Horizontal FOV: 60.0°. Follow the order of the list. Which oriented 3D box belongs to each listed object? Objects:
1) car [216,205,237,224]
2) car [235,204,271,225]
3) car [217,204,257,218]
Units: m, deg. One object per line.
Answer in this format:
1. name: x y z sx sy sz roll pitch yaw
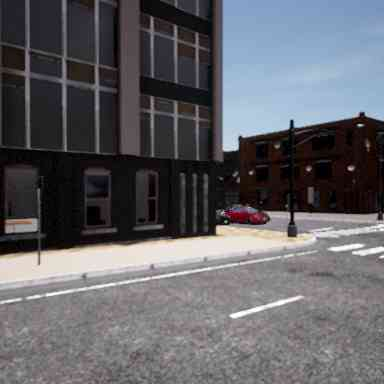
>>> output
1. car: 1.389 2.056 28.341 1.947 1.339 4.313 -1 0 -37
2. car: 4.667 2.017 28.510 1.994 1.385 4.181 0 -1 -37
3. car: 5.017 2.100 37.933 2.008 1.369 4.403 -1 0 -37
